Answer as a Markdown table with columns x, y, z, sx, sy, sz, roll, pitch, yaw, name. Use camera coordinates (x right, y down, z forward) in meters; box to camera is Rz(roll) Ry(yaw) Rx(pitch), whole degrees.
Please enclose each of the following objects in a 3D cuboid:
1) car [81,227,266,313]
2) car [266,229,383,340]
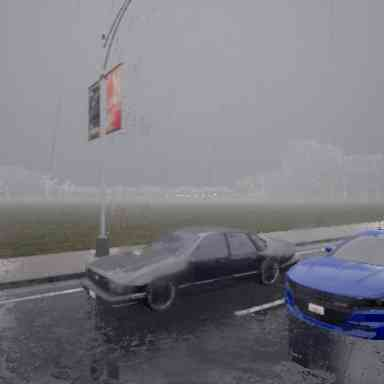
| x | y | z | sx | sy | sz | roll | pitch | yaw | name |
| --- | --- | --- | --- | --- | --- | --- | --- | --- | --- |
| 0.280 | 1.565 | 7.881 | 5.357 | 1.411 | 2.033 | 0 | 0 | -36 | car |
| 3.911 | 1.503 | 6.482 | 5.008 | 1.535 | 1.882 | 0 | 0 | -36 | car |
